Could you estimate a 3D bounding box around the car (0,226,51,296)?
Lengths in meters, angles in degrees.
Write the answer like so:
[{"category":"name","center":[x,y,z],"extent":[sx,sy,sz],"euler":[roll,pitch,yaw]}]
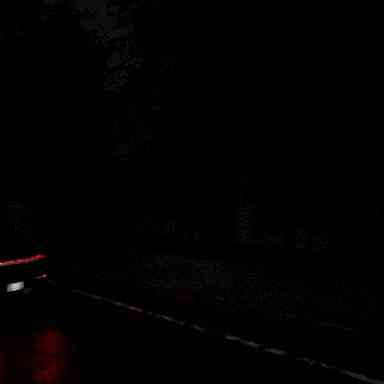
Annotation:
[{"category":"car","center":[-5.090,1.472,7.424],"extent":[4.902,1.511,2.128],"euler":[0,0,37]}]
